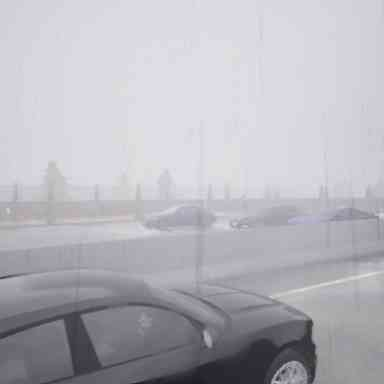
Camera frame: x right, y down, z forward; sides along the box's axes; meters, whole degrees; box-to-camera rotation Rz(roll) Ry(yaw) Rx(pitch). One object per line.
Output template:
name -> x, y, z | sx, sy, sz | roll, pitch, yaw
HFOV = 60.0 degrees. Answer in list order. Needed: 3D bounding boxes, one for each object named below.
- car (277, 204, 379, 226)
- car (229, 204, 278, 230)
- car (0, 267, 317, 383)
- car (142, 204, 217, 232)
car -> 6.792, 1.432, 15.959 | 5.008, 1.535, 1.882 | 0, 0, -27
car -> 4.395, 1.456, 18.661 | 4.892, 1.490, 1.837 | 0, 0, -27
car -> -0.932, 1.472, 3.003 | 5.008, 1.535, 1.882 | 0, 0, -34
car -> -0.678, 1.481, 19.845 | 4.674, 1.442, 1.812 | 0, 0, -30
